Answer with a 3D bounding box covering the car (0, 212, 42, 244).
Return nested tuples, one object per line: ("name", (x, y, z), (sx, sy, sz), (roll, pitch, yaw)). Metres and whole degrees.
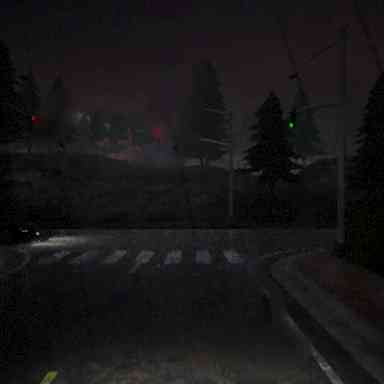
("car", (-9.946, 1.674, 16.272), (4.892, 1.490, 1.837), (3, -1, 0))
